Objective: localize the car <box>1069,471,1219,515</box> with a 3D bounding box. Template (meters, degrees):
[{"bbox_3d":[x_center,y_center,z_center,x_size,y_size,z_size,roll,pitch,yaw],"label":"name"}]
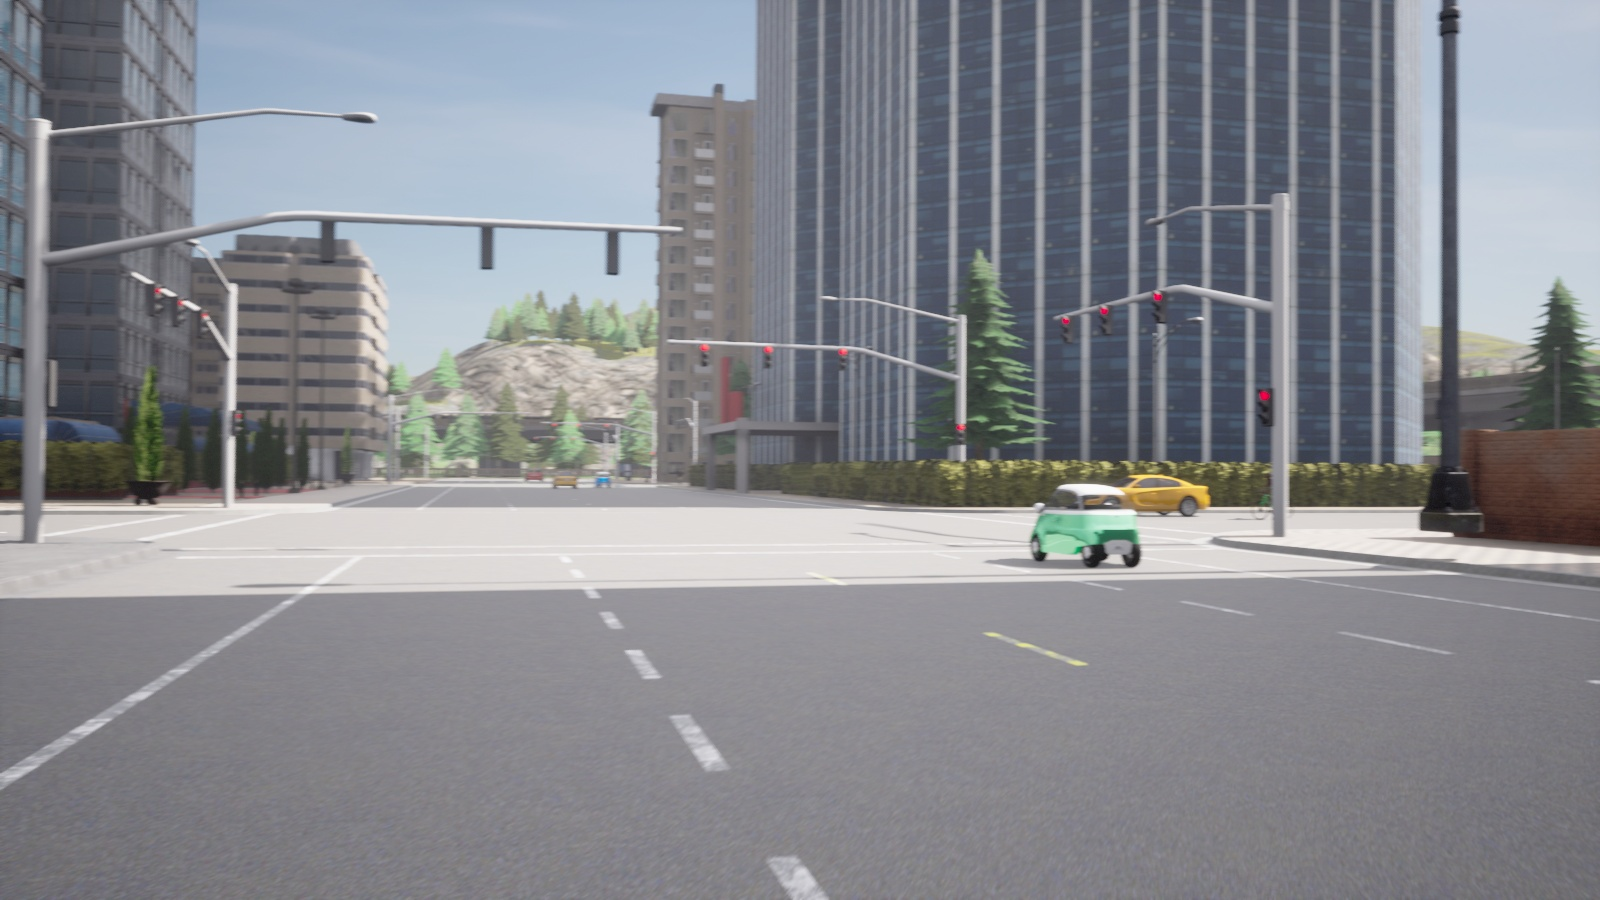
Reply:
[{"bbox_3d":[12.579,1.555,45.973,5.008,1.535,1.882,0,-1,-14],"label":"car"}]

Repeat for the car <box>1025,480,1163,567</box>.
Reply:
[{"bbox_3d":[5.035,1.230,21.693,1.481,1.376,2.207,0,-1,-14],"label":"car"}]

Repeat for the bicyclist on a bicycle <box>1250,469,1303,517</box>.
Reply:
[{"bbox_3d":[16.417,1.481,43.309,1.656,1.620,0.582,0,-1,-14],"label":"bicyclist on a bicycle"}]
